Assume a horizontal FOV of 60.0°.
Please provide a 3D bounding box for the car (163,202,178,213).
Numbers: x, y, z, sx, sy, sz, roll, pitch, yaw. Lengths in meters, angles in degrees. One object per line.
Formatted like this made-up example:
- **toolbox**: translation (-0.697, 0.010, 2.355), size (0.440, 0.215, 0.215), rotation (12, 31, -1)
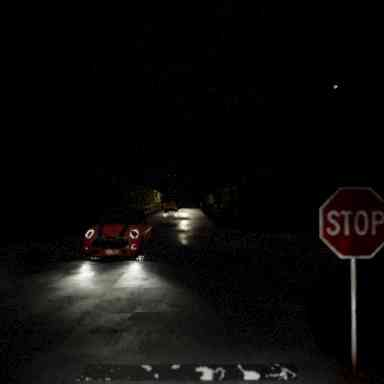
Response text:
- **car**: translation (-3.045, 2.253, 48.180), size (1.882, 1.535, 5.008), rotation (0, -1, 0)

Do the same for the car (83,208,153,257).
- **car**: translation (-2.829, 1.487, 13.600), size (2.097, 1.767, 4.553), rotation (0, -1, 0)
